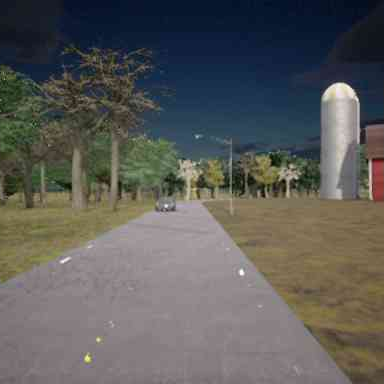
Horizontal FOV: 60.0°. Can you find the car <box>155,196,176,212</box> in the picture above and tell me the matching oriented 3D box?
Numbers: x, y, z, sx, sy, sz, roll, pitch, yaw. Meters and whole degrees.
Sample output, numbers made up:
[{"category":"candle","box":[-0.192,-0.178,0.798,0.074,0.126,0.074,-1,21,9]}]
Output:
[{"category":"car","box":[-2.854,1.283,36.951,2.097,1.767,4.553,0,0,0]}]
